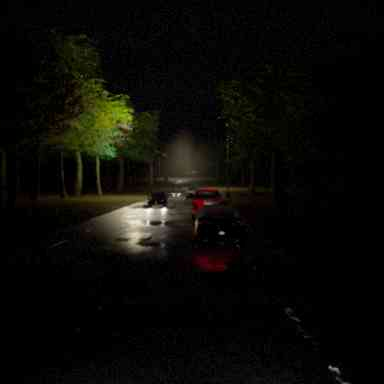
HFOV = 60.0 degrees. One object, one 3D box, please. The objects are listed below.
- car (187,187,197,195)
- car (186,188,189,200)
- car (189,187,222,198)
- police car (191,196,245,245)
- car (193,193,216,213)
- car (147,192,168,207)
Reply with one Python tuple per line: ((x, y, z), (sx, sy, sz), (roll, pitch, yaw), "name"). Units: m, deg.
((-0.011, -0.201, 65.637), (2.033, 1.411, 5.357), (0, 3, 0), "car")
((0.007, 0.376, 50.684), (2.033, 1.411, 5.357), (0, 2, 0), "car")
((1.046, 0.775, 24.194), (2.150, 2.045, 5.566), (0, 1, 0), "car")
((1.047, 1.189, 14.284), (1.930, 1.638, 5.238), (0, 1, 0), "police car")
((1.045, 0.908, 30.171), (1.837, 1.490, 4.892), (0, 1, 0), "car")
((-3.584, 0.767, 35.472), (1.837, 1.490, 4.892), (0, 2, 0), "car")
